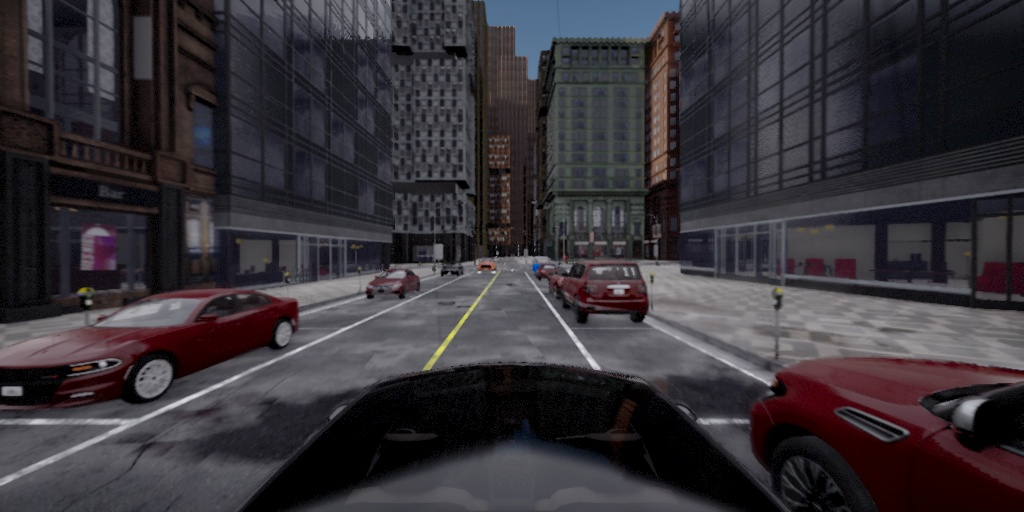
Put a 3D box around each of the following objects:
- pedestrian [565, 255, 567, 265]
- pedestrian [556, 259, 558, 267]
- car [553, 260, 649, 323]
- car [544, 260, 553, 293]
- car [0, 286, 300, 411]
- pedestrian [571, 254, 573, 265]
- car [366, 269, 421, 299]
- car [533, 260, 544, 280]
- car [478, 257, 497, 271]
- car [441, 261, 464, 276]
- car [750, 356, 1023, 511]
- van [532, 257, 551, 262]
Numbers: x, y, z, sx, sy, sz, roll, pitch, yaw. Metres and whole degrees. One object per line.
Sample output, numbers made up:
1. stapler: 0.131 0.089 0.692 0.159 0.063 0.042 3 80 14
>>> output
1. pedestrian: 7.141 0.693 47.996 0.375 1.860 0.375 0 1 0
2. pedestrian: 6.141 0.989 49.199 0.375 1.300 0.375 0 1 0
3. car: 2.858 1.032 11.966 2.192 1.841 5.009 0 0 0
4. car: 2.858 1.138 17.615 1.967 1.591 4.097 0 0 0
5. car: -5.668 1.282 6.316 1.888 1.381 4.507 0 0 0
6. pedestrian: 8.141 0.653 48.596 0.375 1.860 0.375 0 1 0
7. car: -5.666 1.281 17.615 1.802 1.307 4.207 0 0 0
8. car: 2.860 1.237 28.913 1.802 1.307 4.207 0 0 0
9. car: -3.030 0.940 44.287 2.097 1.767 4.553 0 0 1
10. car: -5.664 1.198 34.563 1.948 1.339 4.313 0 0 0
11. car: 2.856 1.067 0.669 2.192 1.841 5.009 0 0 0
12. van: 2.861 0.972 34.562 1.690 1.789 3.998 0 0 0
